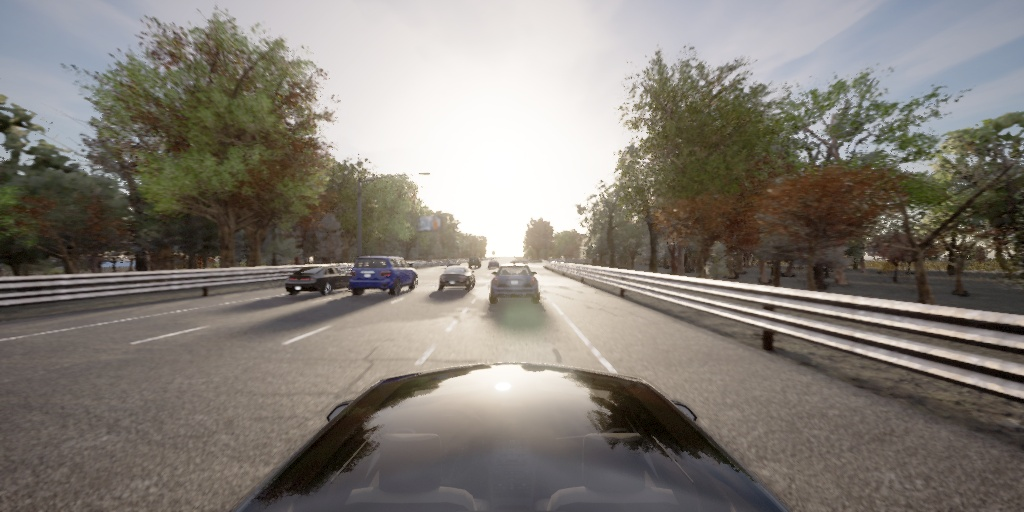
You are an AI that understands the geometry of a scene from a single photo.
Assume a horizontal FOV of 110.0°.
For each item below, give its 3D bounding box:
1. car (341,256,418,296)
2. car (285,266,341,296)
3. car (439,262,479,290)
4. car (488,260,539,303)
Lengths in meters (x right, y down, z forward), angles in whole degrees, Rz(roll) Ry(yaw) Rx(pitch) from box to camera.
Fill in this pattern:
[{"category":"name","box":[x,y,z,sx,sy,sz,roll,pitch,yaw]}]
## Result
[{"category":"car","box":[-6.889,1.023,19.769,2.150,2.045,5.566,0,0,0]},{"category":"car","box":[-10.390,1.306,19.833,1.837,1.490,4.892,0,0,0]},{"category":"car","box":[-3.387,1.334,22.646,1.812,1.442,4.674,0,0,0]},{"category":"car","box":[0.110,1.145,17.227,2.097,1.767,4.553,0,0,0]}]
